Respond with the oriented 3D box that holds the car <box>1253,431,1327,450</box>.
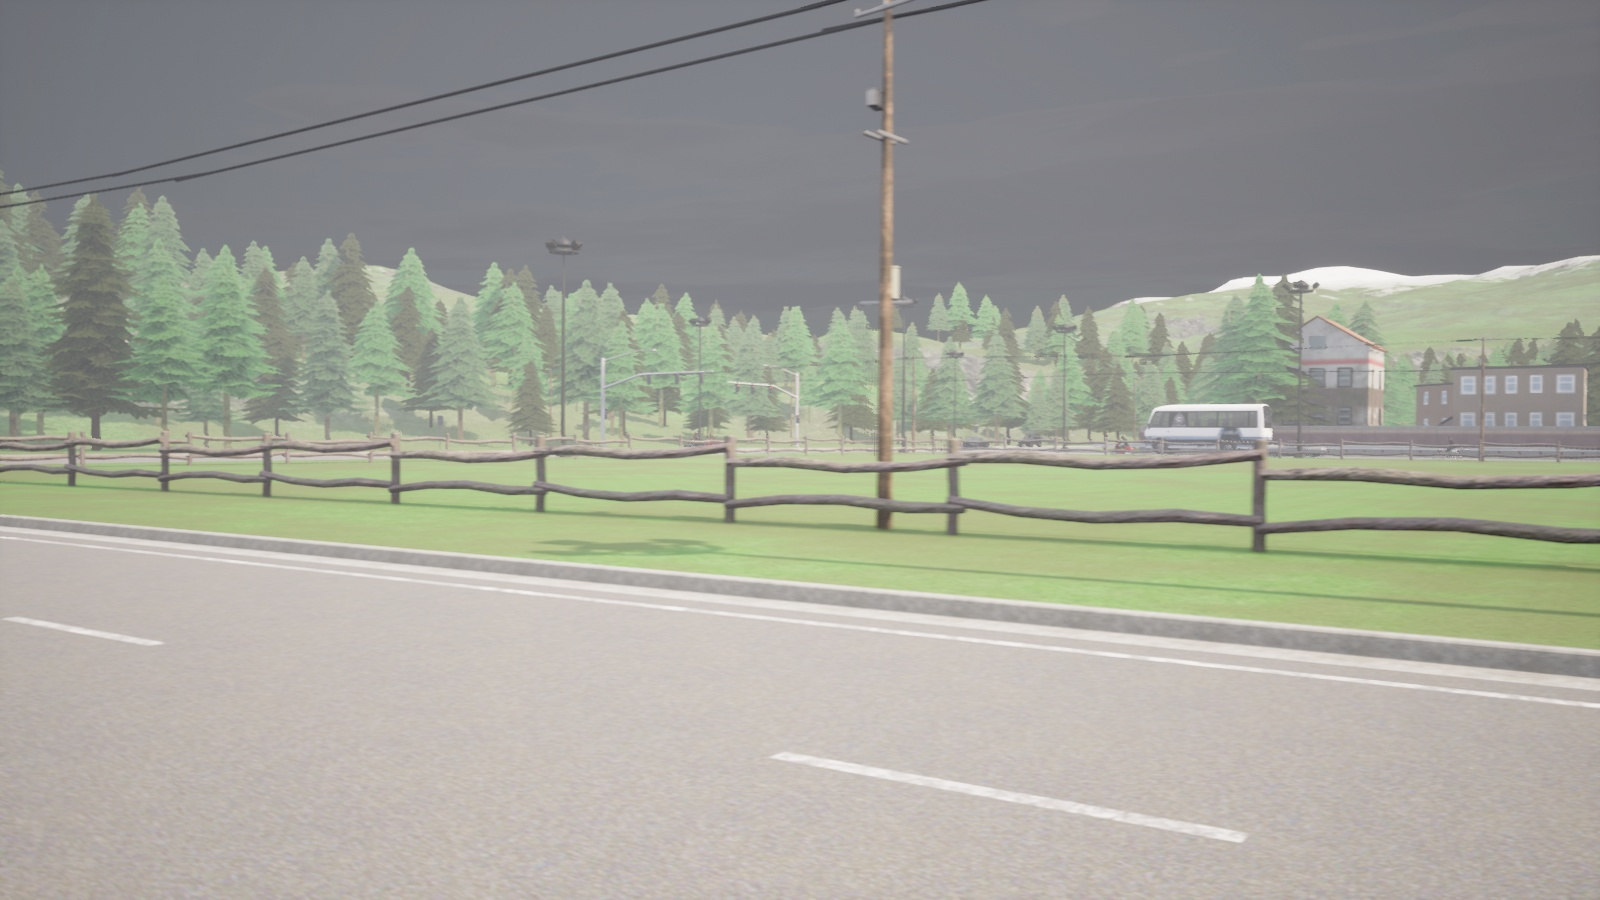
[{"bbox_3d":[35.844,-0.693,91.838,4.718,1.301,1.895,0,1,34],"label":"car"}]
